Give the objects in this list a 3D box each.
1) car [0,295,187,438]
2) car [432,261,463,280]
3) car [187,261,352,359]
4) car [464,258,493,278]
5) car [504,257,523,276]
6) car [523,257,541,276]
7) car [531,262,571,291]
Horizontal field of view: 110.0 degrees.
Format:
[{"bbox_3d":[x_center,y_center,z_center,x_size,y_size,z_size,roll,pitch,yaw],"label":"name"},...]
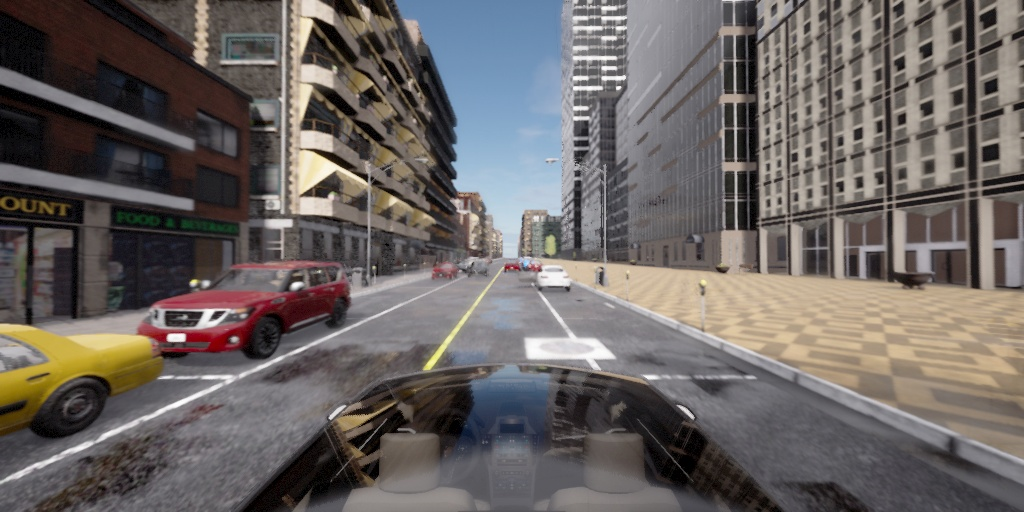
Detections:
[{"bbox_3d":[-5.690,1.275,2.848,1.751,1.417,4.829,0,0,0],"label":"car"},{"bbox_3d":[-5.697,1.278,30.866,1.888,1.381,4.507,0,0,0],"label":"car"},{"bbox_3d":[-5.691,1.061,8.588,2.192,1.841,5.009,0,0,0],"label":"car"},{"bbox_3d":[-3.099,1.236,33.849,1.837,1.490,4.892,0,0,0],"label":"car"},{"bbox_3d":[0.025,1.204,43.897,1.882,1.535,5.008,0,0,0],"label":"car"},{"bbox_3d":[2.682,1.167,42.006,1.967,1.591,4.097,0,0,0],"label":"car"},{"bbox_3d":[2.348,1.264,21.411,1.812,1.442,4.674,0,0,0],"label":"car"}]
